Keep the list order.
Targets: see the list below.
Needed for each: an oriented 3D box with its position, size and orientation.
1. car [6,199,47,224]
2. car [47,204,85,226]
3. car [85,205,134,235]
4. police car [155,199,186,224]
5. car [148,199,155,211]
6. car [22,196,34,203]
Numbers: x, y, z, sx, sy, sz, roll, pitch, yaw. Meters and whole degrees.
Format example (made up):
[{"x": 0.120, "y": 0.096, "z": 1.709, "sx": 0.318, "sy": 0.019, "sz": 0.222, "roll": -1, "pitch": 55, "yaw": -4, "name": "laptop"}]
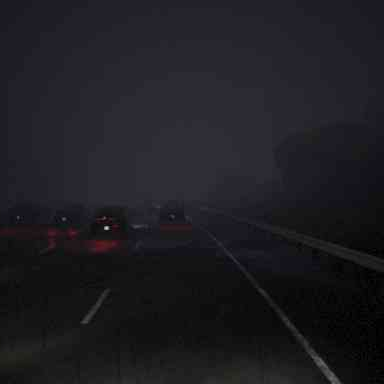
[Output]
[{"x": -12.198, "y": 1.517, "z": 25.192, "sx": 2.128, "sy": 1.511, "sz": 4.902, "roll": 0, "pitch": 0, "yaw": -7, "name": "car"}, {"x": -8.474, "y": 1.545, "z": 23.600, "sx": 1.812, "sy": 1.442, "sz": 4.674, "roll": 0, "pitch": 0, "yaw": -7, "name": "car"}, {"x": -4.435, "y": 1.517, "z": 18.785, "sx": 1.837, "sy": 1.490, "sz": 4.892, "roll": 0, "pitch": 0, "yaw": -5, "name": "car"}, {"x": -1.593, "y": 1.436, "z": 24.981, "sx": 1.930, "sy": 1.638, "sz": 5.238, "roll": 0, "pitch": 0, "yaw": -7, "name": "police car"}, {"x": -4.232, "y": 1.545, "z": 41.223, "sx": 1.812, "sy": 1.442, "sz": 4.674, "roll": 0, "pitch": 0, "yaw": -11, "name": "car"}, {"x": -34.755, "y": 1.549, "z": 70.413, "sx": 1.882, "sy": 1.535, "sz": 5.008, "roll": 0, "pitch": 0, "yaw": -22, "name": "car"}]
